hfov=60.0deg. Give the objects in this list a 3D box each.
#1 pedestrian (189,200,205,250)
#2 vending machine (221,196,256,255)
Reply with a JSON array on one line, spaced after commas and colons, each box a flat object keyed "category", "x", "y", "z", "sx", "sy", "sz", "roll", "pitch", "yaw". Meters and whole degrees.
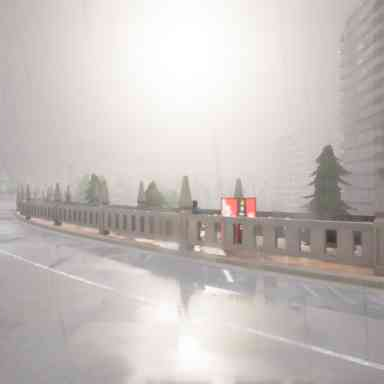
[{"category": "pedestrian", "x": 0.147, "y": 1.141, "z": 12.066, "sx": 0.375, "sy": 1.860, "sz": 0.375, "roll": 0, "pitch": 0, "yaw": 41}, {"category": "vending machine", "x": 1.775, "y": 1.195, "z": 12.644, "sx": 0.880, "sy": 2.100, "sz": 1.100, "roll": 0, "pitch": 0, "yaw": 41}]
